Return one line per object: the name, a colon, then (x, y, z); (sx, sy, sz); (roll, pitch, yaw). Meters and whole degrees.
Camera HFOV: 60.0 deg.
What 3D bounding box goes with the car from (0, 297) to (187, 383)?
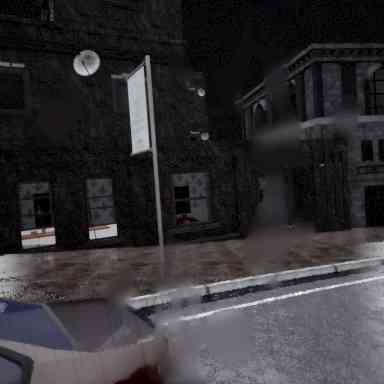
car: (-2.623, 1.557, 2.084); (5.357, 1.411, 2.033); (0, 0, -35)
